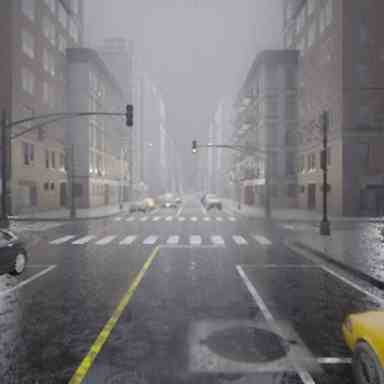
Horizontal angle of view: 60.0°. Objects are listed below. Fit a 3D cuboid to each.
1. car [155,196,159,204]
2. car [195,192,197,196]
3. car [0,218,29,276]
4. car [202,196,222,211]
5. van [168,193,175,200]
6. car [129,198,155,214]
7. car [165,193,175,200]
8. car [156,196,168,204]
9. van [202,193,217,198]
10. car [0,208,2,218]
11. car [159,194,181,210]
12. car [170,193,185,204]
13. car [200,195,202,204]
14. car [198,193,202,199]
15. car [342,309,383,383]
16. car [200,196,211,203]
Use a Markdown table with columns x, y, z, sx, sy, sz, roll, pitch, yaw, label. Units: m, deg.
| x | y | z | sx | sy | sz | roll | pitch | yaw | label |
| --- | --- | --- | --- | --- | --- | --- | --- | --- | --- |
| -5.396 | 1.437 | 39.729 | 1.752 | 1.417 | 4.829 | 0 | 0 | 0 | car |
| 2.650 | 1.335 | 93.963 | 1.887 | 1.381 | 4.507 | 0 | 0 | 0 | car |
| -5.387 | 1.535 | 7.617 | 2.008 | 1.369 | 4.403 | 0 | 0 | 0 | car |
| 2.638 | 1.461 | 39.900 | 2.008 | 1.369 | 4.403 | 0 | 0 | 0 | car |
| -5.443 | 1.144 | 88.554 | 1.690 | 1.788 | 3.998 | 0 | 0 | 0 | van |
| -5.391 | 1.474 | 34.493 | 2.008 | 1.369 | 4.403 | 0 | 0 | 0 | car |
| -5.438 | 1.130 | 83.148 | 2.192 | 1.841 | 5.009 | 0 | 0 | 0 | car |
| -5.417 | 1.388 | 61.353 | 1.752 | 1.417 | 4.829 | 0 | 0 | 0 | car |
| 2.640 | 1.239 | 45.306 | 1.690 | 1.788 | 3.998 | 0 | 0 | 0 | van |
| -15.093 | 1.438 | 22.802 | 4.181 | 1.385 | 1.994 | 0 | 0 | 0 | car |
| -2.838 | 1.397 | 42.023 | 2.128 | 1.511 | 4.902 | 0 | 0 | 0 | car |
| -2.781 | 1.415 | 59.345 | 2.033 | 1.411 | 5.357 | 0 | 0 | 1 | car |
| 2.641 | 1.468 | 50.713 | 1.802 | 1.307 | 4.206 | 0 | 0 | 0 | car |
| 2.643 | 1.177 | 61.525 | 2.192 | 1.841 | 5.009 | 0 | 0 | 0 | car |
| 2.638 | 1.520 | 2.107 | 1.752 | 1.417 | 4.829 | 0 | 0 | 0 | car |
| 2.644 | 1.416 | 66.932 | 1.947 | 1.339 | 4.313 | 0 | 0 | 0 | car |
